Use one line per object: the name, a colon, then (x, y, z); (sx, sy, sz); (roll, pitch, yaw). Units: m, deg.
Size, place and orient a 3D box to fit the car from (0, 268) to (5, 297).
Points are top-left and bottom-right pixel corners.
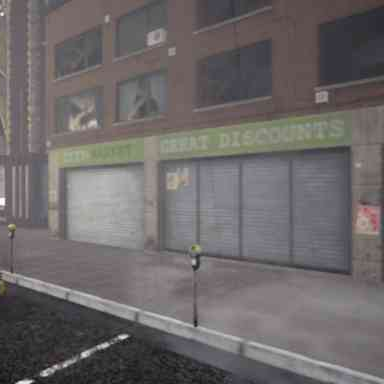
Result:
car: (-5.768, 1.510, 6.990); (4.829, 1.417, 1.752); (0, 0, 35)
